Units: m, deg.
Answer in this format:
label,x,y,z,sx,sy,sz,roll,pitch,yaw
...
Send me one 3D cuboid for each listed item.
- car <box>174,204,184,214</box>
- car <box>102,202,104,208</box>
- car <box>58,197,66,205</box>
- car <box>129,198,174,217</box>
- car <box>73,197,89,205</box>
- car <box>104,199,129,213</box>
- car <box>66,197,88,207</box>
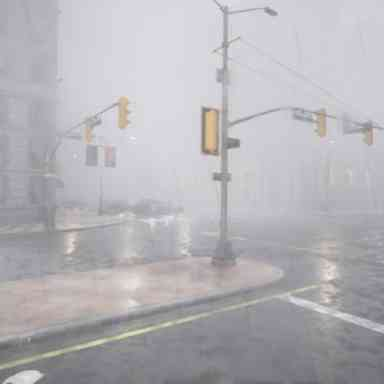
label,x,y,z,sx,sy,sz,roll,pitch,yaw
car,-3.081,1.753,38.483,2.033,1.411,5.357,1,0,-36
car,-12.278,1.806,51.330,1.895,1.301,4.718,1,0,-35
car,-23.337,1.696,61.088,1.812,1.442,4.674,1,0,-35
car,-4.200,1.522,34.058,2.097,1.767,4.553,1,0,-36
car,-21.675,1.738,64.792,1.812,1.442,4.674,1,0,-35
car,-8.564,1.696,40.276,1.812,1.442,4.674,1,0,-36
car,-18.554,1.771,54.163,1.895,1.301,4.718,1,0,-35
